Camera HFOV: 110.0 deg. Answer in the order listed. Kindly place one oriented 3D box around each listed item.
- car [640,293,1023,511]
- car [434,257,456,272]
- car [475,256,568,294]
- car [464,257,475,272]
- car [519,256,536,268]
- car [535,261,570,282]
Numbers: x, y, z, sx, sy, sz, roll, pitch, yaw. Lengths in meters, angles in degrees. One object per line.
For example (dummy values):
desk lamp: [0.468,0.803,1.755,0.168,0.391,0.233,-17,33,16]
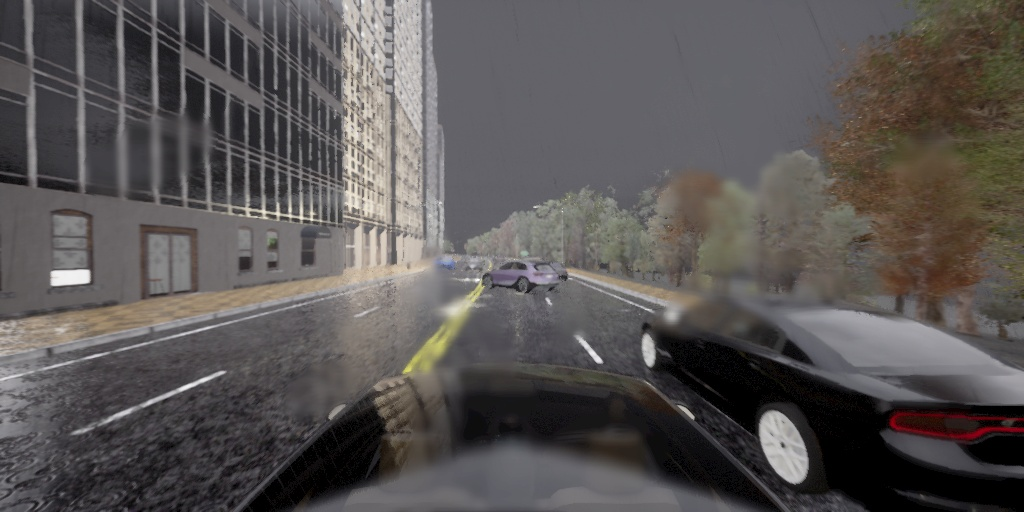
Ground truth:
car: [3.249,1.199,4.526,1.882,1.535,5.008,0,1,0]
car: [-7.403,0.873,39.987,1.882,1.535,5.008,0,1,-2]
car: [0.373,1.019,19.061,2.033,1.649,4.856,0,1,-40]
car: [-4.098,0.895,38.867,2.128,1.511,4.902,0,0,-2]
car: [2.052,0.801,48.731,1.837,1.490,4.892,0,1,-3]
car: [2.908,1.076,26.636,1.994,1.385,4.181,0,1,-2]
